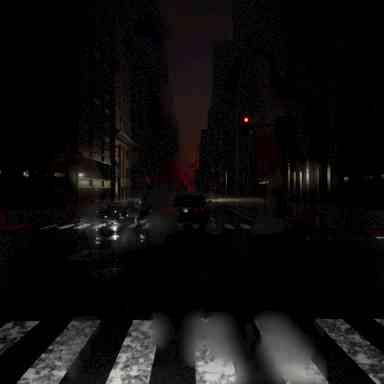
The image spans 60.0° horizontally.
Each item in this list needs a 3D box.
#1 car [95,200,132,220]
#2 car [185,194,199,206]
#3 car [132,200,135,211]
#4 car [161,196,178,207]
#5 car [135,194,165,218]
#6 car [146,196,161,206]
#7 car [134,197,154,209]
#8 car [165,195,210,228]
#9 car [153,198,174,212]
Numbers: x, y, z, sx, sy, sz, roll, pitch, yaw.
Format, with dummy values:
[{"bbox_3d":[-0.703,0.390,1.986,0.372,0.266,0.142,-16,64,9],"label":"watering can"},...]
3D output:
[{"bbox_3d":[-6.617,1.588,27.860,1.895,1.301,4.718,0,0,1],"label":"car"},{"bbox_3d":[0.061,1.315,54.345,2.097,1.767,4.553,0,0,3],"label":"car"},{"bbox_3d":[-6.598,1.580,36.975,1.895,1.301,4.718,0,0,0],"label":"car"},{"bbox_3d":[-3.331,1.458,50.421,2.128,1.511,4.902,0,0,0],"label":"car"},{"bbox_3d":[-3.349,1.207,29.905,2.150,2.045,5.566,0,0,0],"label":"car"},{"bbox_3d":[-6.558,1.503,57.039,2.033,1.411,5.357,0,0,0],"label":"car"},{"bbox_3d":[-6.591,1.462,46.384,2.128,1.511,4.902,0,0,0],"label":"car"},{"bbox_3d":[-0.059,1.210,22.365,2.150,2.045,5.566,1,0,7],"label":"car"},{"bbox_3d":[-3.346,1.469,39.999,2.128,1.511,4.902,0,0,0],"label":"car"}]
